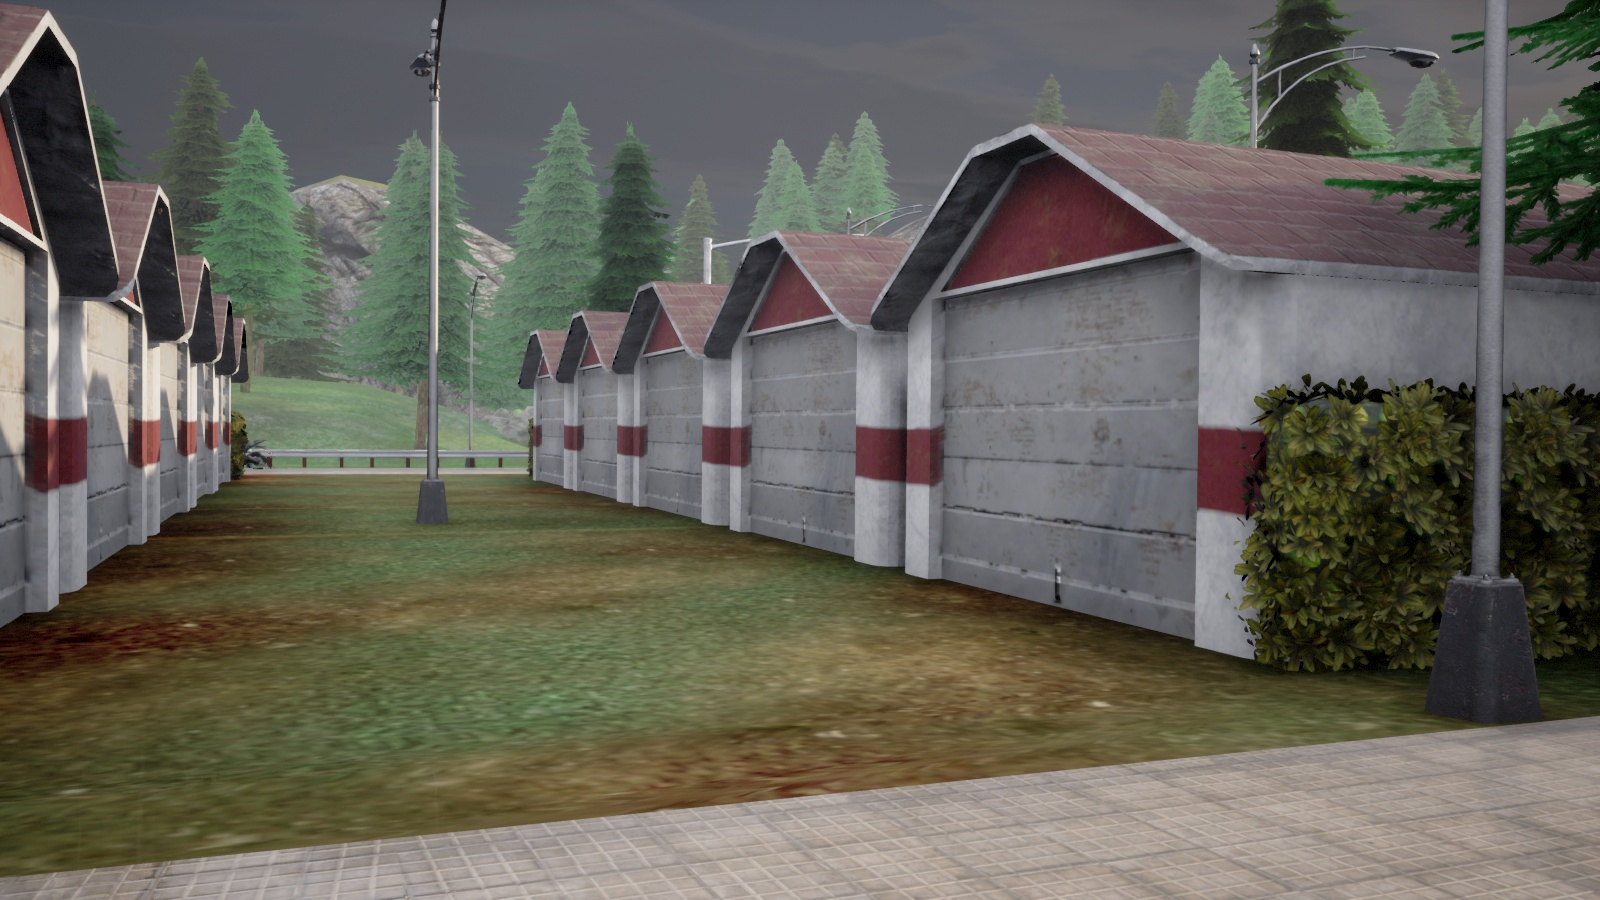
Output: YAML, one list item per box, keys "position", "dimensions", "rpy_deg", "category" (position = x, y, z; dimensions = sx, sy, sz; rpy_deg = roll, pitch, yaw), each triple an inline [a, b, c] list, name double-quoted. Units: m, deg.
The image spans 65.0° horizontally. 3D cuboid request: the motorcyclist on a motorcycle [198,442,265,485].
- position: [-20.891, 0.483, 46.233]
  dimensions: [2.191, 1.530, 0.866]
  rpy_deg: [-1, 1, -22]
  category: "motorcyclist on a motorcycle"
